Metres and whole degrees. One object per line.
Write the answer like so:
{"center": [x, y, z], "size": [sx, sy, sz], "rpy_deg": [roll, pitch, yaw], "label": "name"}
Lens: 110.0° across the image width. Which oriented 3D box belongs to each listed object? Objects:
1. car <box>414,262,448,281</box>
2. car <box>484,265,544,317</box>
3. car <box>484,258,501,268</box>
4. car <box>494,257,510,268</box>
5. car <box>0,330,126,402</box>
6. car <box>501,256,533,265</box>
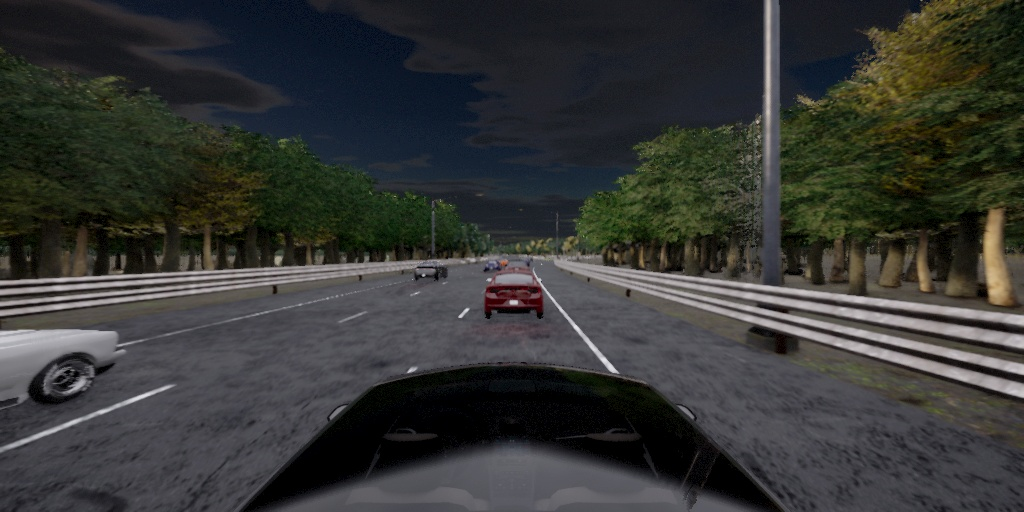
{"center": [-6.511, 1.222, 29.233], "size": [2.128, 1.511, 4.902], "rpy_deg": [0, 0, 2], "label": "car"}
{"center": [0.083, 1.244, 13.145], "size": [1.882, 1.535, 5.008], "rpy_deg": [0, 0, 1], "label": "car"}
{"center": [-2.394, 1.239, 45.504], "size": [1.812, 1.442, 4.674], "rpy_deg": [0, 0, 3], "label": "car"}
{"center": [-1.672, 1.033, 60.497], "size": [2.097, 1.767, 4.553], "rpy_deg": [0, 0, 7], "label": "car"}
{"center": [-6.941, 1.347, 3.371], "size": [1.895, 1.301, 4.718], "rpy_deg": [0, 0, 0], "label": "car"}
{"center": [0.431, 1.088, 29.972], "size": [2.097, 1.767, 4.553], "rpy_deg": [0, 0, 2], "label": "car"}
